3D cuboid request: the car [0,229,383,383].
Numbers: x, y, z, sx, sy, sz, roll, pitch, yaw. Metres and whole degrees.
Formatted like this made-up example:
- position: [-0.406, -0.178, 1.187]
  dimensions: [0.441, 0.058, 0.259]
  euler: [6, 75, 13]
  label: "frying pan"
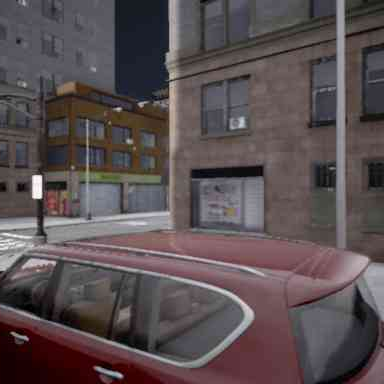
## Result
- position: [-0.717, 1.322, 3.322]
  dimensions: [5.009, 1.841, 2.192]
  euler: [0, 0, 36]
  label: "car"
